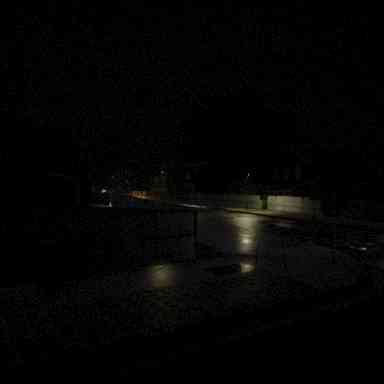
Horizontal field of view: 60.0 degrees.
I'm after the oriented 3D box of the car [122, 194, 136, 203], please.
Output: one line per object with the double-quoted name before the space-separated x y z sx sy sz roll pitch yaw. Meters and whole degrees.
"car" -10.120 1.038 52.360 1.895 1.301 4.718 0 1 -29
